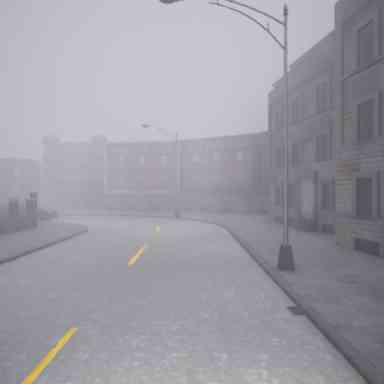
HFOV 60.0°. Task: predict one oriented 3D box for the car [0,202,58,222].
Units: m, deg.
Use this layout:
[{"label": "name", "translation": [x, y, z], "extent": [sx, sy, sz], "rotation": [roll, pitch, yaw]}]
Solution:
[{"label": "car", "translation": [-13.160, 1.549, 26.203], "extent": [5.008, 1.535, 1.882], "rotation": [0, 0, 2]}]
